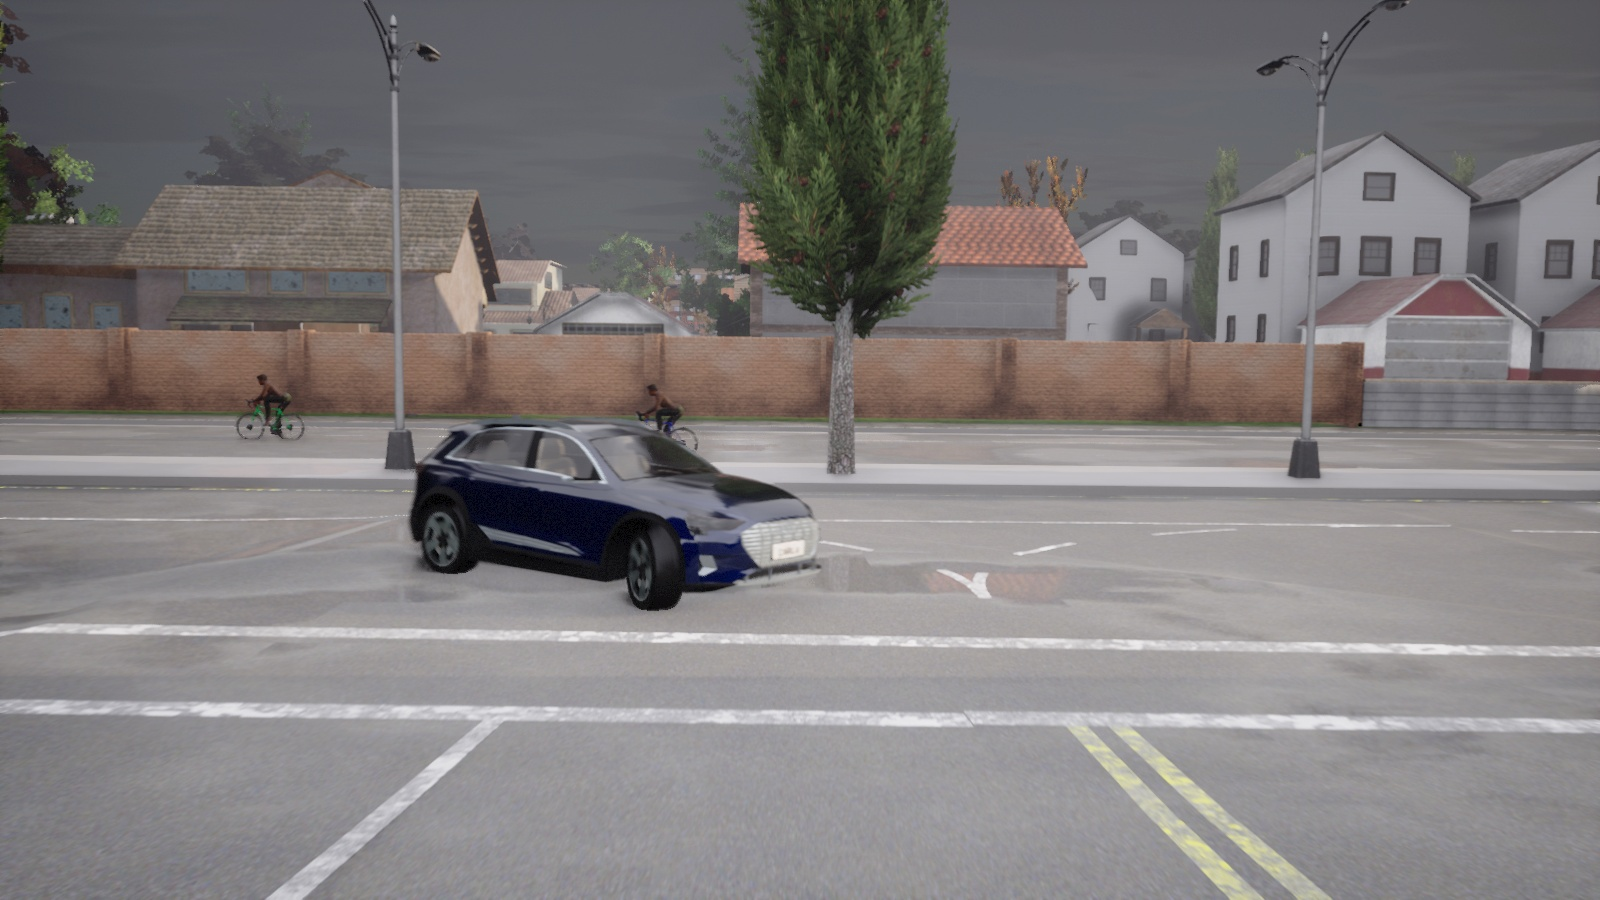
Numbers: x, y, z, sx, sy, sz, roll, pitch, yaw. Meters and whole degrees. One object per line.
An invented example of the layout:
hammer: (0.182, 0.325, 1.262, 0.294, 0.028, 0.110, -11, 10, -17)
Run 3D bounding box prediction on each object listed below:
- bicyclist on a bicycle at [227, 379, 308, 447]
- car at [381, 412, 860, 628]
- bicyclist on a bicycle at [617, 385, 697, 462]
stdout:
bicyclist on a bicycle: (-12.974, -0.911, 30.641, 1.656, 1.620, 0.582, 0, 5, -1)
car: (-1.970, 0.524, 12.834, 4.856, 1.649, 2.033, 3, 4, 38)
bicyclist on a bicycle: (-3.111, -0.583, 27.382, 1.656, 1.620, 0.582, 0, 5, -2)
